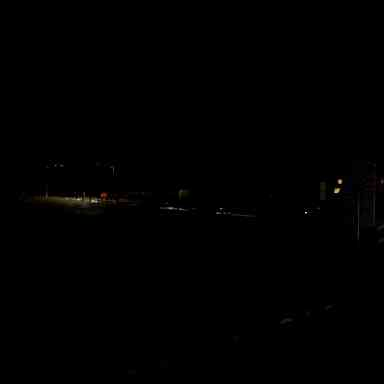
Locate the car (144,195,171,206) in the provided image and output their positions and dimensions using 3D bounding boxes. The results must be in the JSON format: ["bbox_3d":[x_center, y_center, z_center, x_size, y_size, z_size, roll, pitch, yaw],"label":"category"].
[{"bbox_3d":[-4.522,1.102,43.080,2.128,1.511,4.902,1,0,-36],"label":"car"}]

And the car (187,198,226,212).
[{"bbox_3d":[1.588,1.320,34.704,1.895,1.301,4.718,1,0,-36],"label":"car"}]

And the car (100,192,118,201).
[{"bbox_3d":[-15.939,0.738,63.675,2.097,1.767,4.553,1,0,-34],"label":"car"}]

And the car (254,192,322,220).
[{"bbox_3d":[7.497,1.044,26.627,2.150,2.045,5.566,1,0,-36],"label":"car"}]
